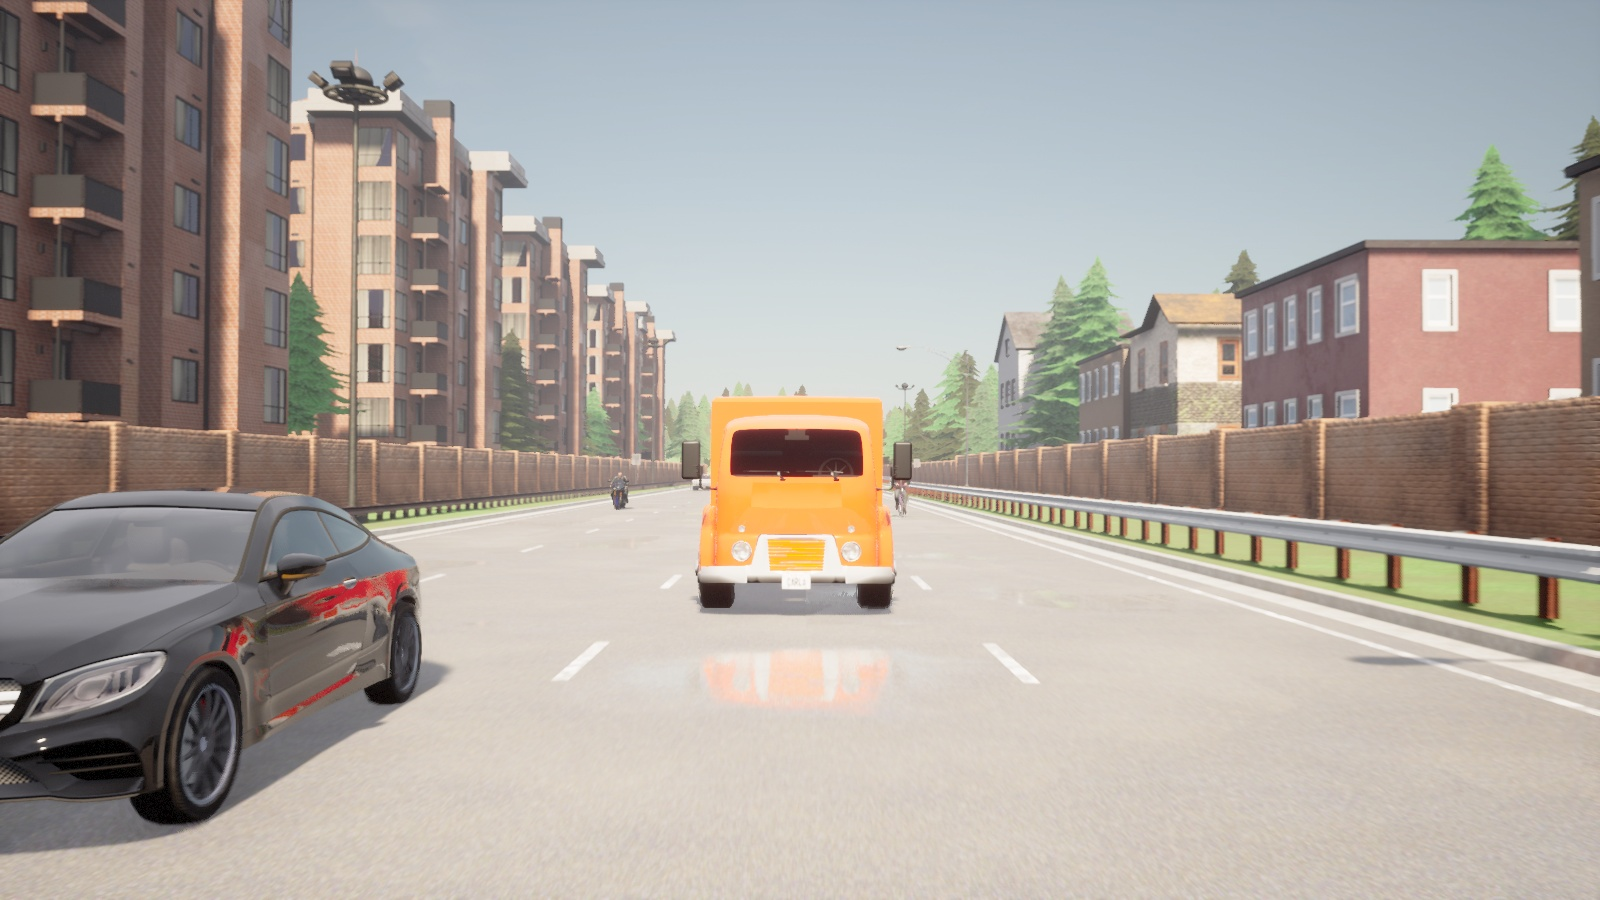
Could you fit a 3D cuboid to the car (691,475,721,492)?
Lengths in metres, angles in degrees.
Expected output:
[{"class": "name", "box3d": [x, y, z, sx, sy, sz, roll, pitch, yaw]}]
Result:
[{"class": "car", "box3d": [-7.234, 2.566, 97.031, 1.895, 1.301, 4.718, 0, -1, 0]}]

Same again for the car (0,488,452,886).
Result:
[{"class": "car", "box3d": [-3.511, 0.973, 7.111, 1.812, 1.442, 4.674, 0, -1, 0]}]

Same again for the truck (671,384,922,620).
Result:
[{"class": "truck", "box3d": [-0.040, 0.593, 15.788, 2.627, 2.467, 5.204, 0, -1, 0]}]

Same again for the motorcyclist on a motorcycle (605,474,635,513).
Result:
[{"class": "motorcyclist on a motorcycle", "box3d": [-7.121, 1.711, 49.849, 0.866, 1.530, 2.191, 0, -1, 0]}]
